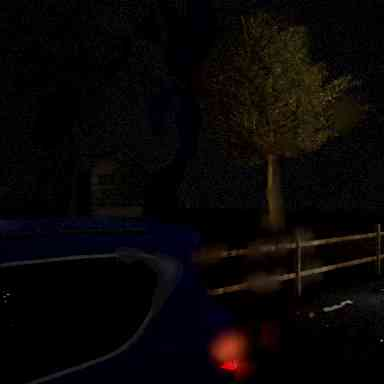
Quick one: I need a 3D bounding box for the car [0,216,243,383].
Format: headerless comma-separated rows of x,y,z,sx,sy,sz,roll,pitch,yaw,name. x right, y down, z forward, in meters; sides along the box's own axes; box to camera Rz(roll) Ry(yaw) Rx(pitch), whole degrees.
-2.224,1.212,1.473,5.566,2.045,2.150,0,0,-36,car
